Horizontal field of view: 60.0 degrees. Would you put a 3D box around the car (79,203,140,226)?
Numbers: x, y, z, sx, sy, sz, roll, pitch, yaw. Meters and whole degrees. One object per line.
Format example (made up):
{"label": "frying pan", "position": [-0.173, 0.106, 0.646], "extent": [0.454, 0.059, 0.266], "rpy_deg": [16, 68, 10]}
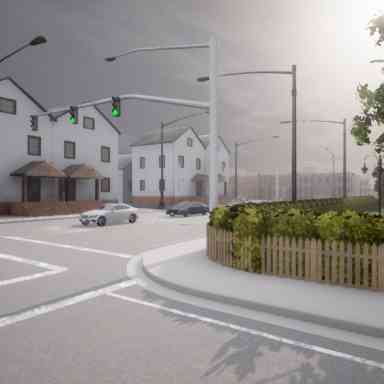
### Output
{"label": "car", "position": [-5.699, 1.525, 23.451], "extent": [1.812, 1.442, 4.674], "rpy_deg": [0, 0, 35]}

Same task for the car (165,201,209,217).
{"label": "car", "position": [-0.210, 1.547, 31.400], "extent": [2.033, 1.411, 5.357], "rpy_deg": [0, 0, 35]}

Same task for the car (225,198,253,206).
{"label": "car", "position": [5.668, 1.491, 39.888], "extent": [2.128, 1.511, 4.902], "rpy_deg": [0, 0, 35]}
